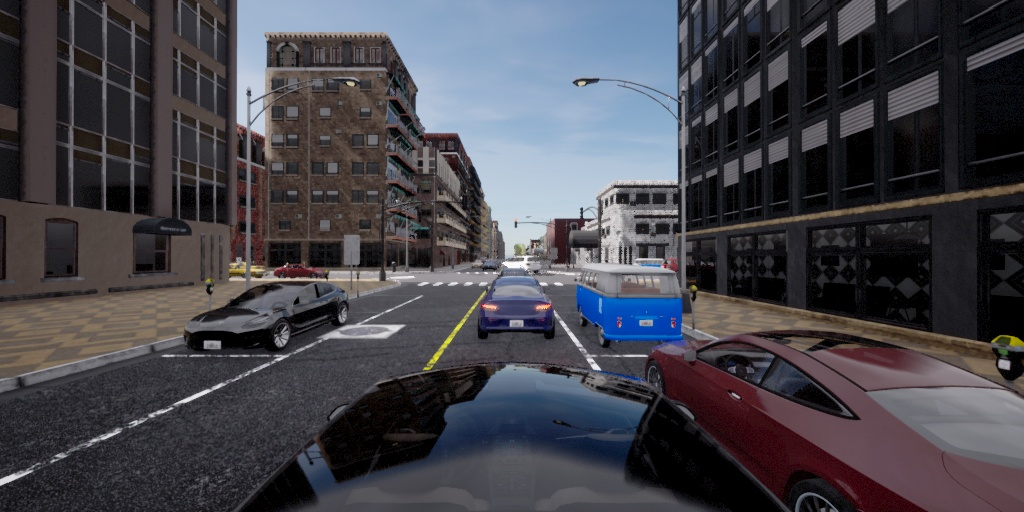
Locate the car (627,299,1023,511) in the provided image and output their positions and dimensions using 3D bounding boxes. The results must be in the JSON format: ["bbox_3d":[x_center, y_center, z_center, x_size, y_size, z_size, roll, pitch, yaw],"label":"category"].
[{"bbox_3d":[2.657,1.332,3.270,1.802,1.307,4.207,0,0,0],"label":"car"}]

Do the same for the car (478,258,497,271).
[{"bbox_3d":[-3.058,1.329,50.592,2.033,1.411,5.357,0,0,3],"label":"car"}]

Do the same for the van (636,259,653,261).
[{"bbox_3d":[14.900,1.175,38.223,3.998,1.789,1.690,0,0,0],"label":"van"}]

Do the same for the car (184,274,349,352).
[{"bbox_3d":[-5.690,1.317,8.986,1.948,1.339,4.313,0,0,0],"label":"car"}]

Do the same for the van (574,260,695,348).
[{"bbox_3d":[2.657,1.092,8.959,1.690,1.789,3.998,0,0,0],"label":"van"}]

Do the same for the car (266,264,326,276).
[{"bbox_3d":[-17.465,1.284,29.768,4.207,1.307,1.802,0,0,0],"label":"car"}]

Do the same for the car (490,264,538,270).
[{"bbox_3d":[0.093,1.318,18.411,1.994,1.385,4.181,0,0,0],"label":"car"}]

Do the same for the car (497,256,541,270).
[{"bbox_3d":[0.986,1.009,40.373,2.150,2.045,5.566,-2,1,-35],"label":"car"}]

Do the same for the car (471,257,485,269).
[{"bbox_3d":[-5.687,1.318,59.114,1.751,1.417,4.829,0,0,0],"label":"car"}]

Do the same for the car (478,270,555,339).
[{"bbox_3d":[0.101,1.277,9.959,1.812,1.442,4.674,0,0,0],"label":"car"}]

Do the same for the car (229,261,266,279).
[{"bbox_3d":[-22.958,1.216,29.755,4.829,1.417,1.751,0,0,0],"label":"car"}]

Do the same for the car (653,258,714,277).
[{"bbox_3d":[14.921,1.107,29.843,5.009,1.841,2.192,0,0,0],"label":"car"}]
